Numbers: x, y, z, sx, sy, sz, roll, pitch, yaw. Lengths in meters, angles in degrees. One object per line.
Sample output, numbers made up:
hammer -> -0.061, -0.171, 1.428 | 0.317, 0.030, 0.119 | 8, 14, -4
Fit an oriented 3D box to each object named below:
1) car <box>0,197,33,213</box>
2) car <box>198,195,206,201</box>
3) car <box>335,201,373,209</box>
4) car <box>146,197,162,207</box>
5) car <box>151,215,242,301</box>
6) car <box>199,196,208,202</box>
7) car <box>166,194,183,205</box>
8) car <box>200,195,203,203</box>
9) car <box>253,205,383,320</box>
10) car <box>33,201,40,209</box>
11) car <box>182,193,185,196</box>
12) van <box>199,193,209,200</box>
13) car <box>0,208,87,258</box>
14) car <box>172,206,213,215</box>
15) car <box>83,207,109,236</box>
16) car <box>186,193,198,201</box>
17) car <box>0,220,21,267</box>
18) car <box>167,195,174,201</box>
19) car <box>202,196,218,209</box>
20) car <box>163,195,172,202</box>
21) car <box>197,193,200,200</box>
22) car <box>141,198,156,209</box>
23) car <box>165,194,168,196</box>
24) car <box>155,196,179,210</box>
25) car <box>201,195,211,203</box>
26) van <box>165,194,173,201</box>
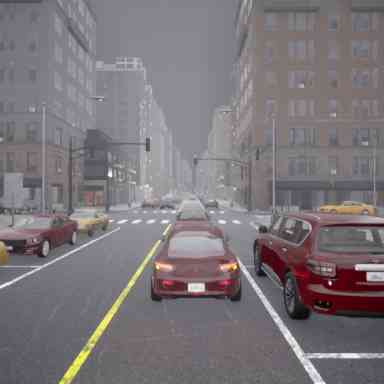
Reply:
car -> -17.245, 1.198, 29.697 | 4.553, 1.767, 2.097 | 1, -1, 0
car -> 2.721, 1.598, 90.895 | 1.947, 1.339, 4.313 | 1, 0, 0
car -> 15.141, 1.641, 32.697 | 5.008, 1.535, 1.882 | 0, -1, 1
car -> -5.824, 1.557, 51.195 | 1.887, 1.381, 4.507 | 1, 0, 0
car -> 0.090, 1.527, 8.197 | 1.812, 1.442, 4.674 | 0, 0, 0
car -> 2.716, 1.607, 79.548 | 1.802, 1.307, 4.206 | 1, 0, 0
car -> -3.051, 1.562, 58.312 | 2.033, 1.411, 5.357 | 0, 0, 0
car -> 2.704, 1.596, 56.855 | 1.802, 1.307, 4.206 | 1, 0, 0
car -> 2.682, 1.316, 7.240 | 2.192, 1.841, 5.009 | 1, 0, 0
car -> -17.656, 1.366, 32.841 | 4.902, 1.511, 2.128 | 1, -1, 1
car -> -2.963, 1.521, 72.185 | 1.837, 1.490, 4.892 | 0, 0, 0
van -> 2.710, 1.357, 62.529 | 1.690, 1.788, 3.998 | 1, 0, 0
car -> -5.843, 1.547, 12.877 | 1.887, 1.381, 4.507 | 1, 0, 0
car -> 0.072, 1.605, 17.375 | 1.895, 1.301, 4.718 | 0, 0, 0
car -> -5.840, 1.529, 18.332 | 1.752, 1.417, 4.829 | 1, 0, 0
car -> 0.044, 1.569, 85.243 | 2.033, 1.411, 5.357 | 0, 0, 0
car -> -5.845, 1.527, 7.083 | 1.752, 1.417, 4.829 | 1, 0, 0
car -> -5.804, 1.614, 90.904 | 1.802, 1.307, 4.206 | 1, 0, 0
car -> 2.699, 1.592, 45.508 | 1.802, 1.307, 4.206 | 1, 0, 0
car -> -5.808, 1.465, 79.559 | 1.967, 1.590, 4.097 | 1, 0, 0
car -> 2.713, 1.334, 68.202 | 2.192, 1.841, 5.009 | 1, 0, 0
car -> -5.827, 1.555, 45.522 | 1.887, 1.381, 4.507 | 1, 0, 0
car -> -5.815, 1.601, 68.213 | 1.802, 1.307, 4.206 | 1, 0, 0
car -> -3.078, 1.557, 42.705 | 2.033, 1.411, 5.357 | 0, 0, 0
car -> 2.702, 1.594, 51.182 | 1.802, 1.307, 4.206 | 1, 0, 0
van -> -5.805, 1.370, 85.232 | 1.690, 1.788, 3.998 | 1, 0, 0
